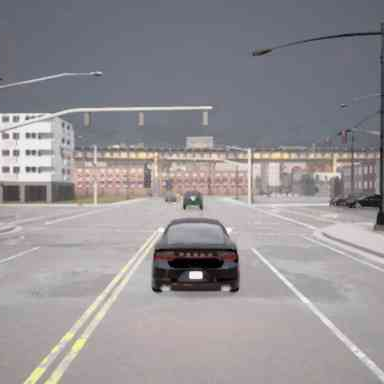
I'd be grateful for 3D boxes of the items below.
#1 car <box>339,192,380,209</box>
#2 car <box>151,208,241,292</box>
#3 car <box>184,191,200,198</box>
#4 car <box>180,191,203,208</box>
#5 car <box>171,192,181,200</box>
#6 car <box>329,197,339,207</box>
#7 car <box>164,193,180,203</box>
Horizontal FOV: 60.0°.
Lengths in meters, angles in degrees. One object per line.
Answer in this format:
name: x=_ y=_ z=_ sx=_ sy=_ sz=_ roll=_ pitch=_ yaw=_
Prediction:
car: x=18.814 y=1.040 z=35.558 sx=4.892 sy=1.490 sz=1.837 roll=-1 pitch=0 yaw=1
car: x=0.084 y=1.400 z=8.765 sx=1.882 sy=1.535 sz=5.008 roll=0 pitch=0 yaw=0
car: x=-0.048 y=0.600 z=86.017 sx=2.097 sy=1.767 sz=4.553 roll=0 pitch=1 yaw=31
car: x=0.105 y=0.847 z=38.530 sx=2.150 sy=2.045 sz=5.566 roll=0 pitch=0 yaw=0
car: x=-3.478 y=0.855 z=70.959 sx=1.882 sy=1.535 sz=5.008 roll=0 pitch=1 yaw=0
car: x=18.595 y=0.865 z=39.059 sx=4.553 sy=1.767 sz=2.097 roll=-1 pitch=0 yaw=1
car: x=-3.552 y=1.015 z=55.793 sx=1.837 sy=1.490 sz=4.892 roll=0 pitch=0 yaw=0
